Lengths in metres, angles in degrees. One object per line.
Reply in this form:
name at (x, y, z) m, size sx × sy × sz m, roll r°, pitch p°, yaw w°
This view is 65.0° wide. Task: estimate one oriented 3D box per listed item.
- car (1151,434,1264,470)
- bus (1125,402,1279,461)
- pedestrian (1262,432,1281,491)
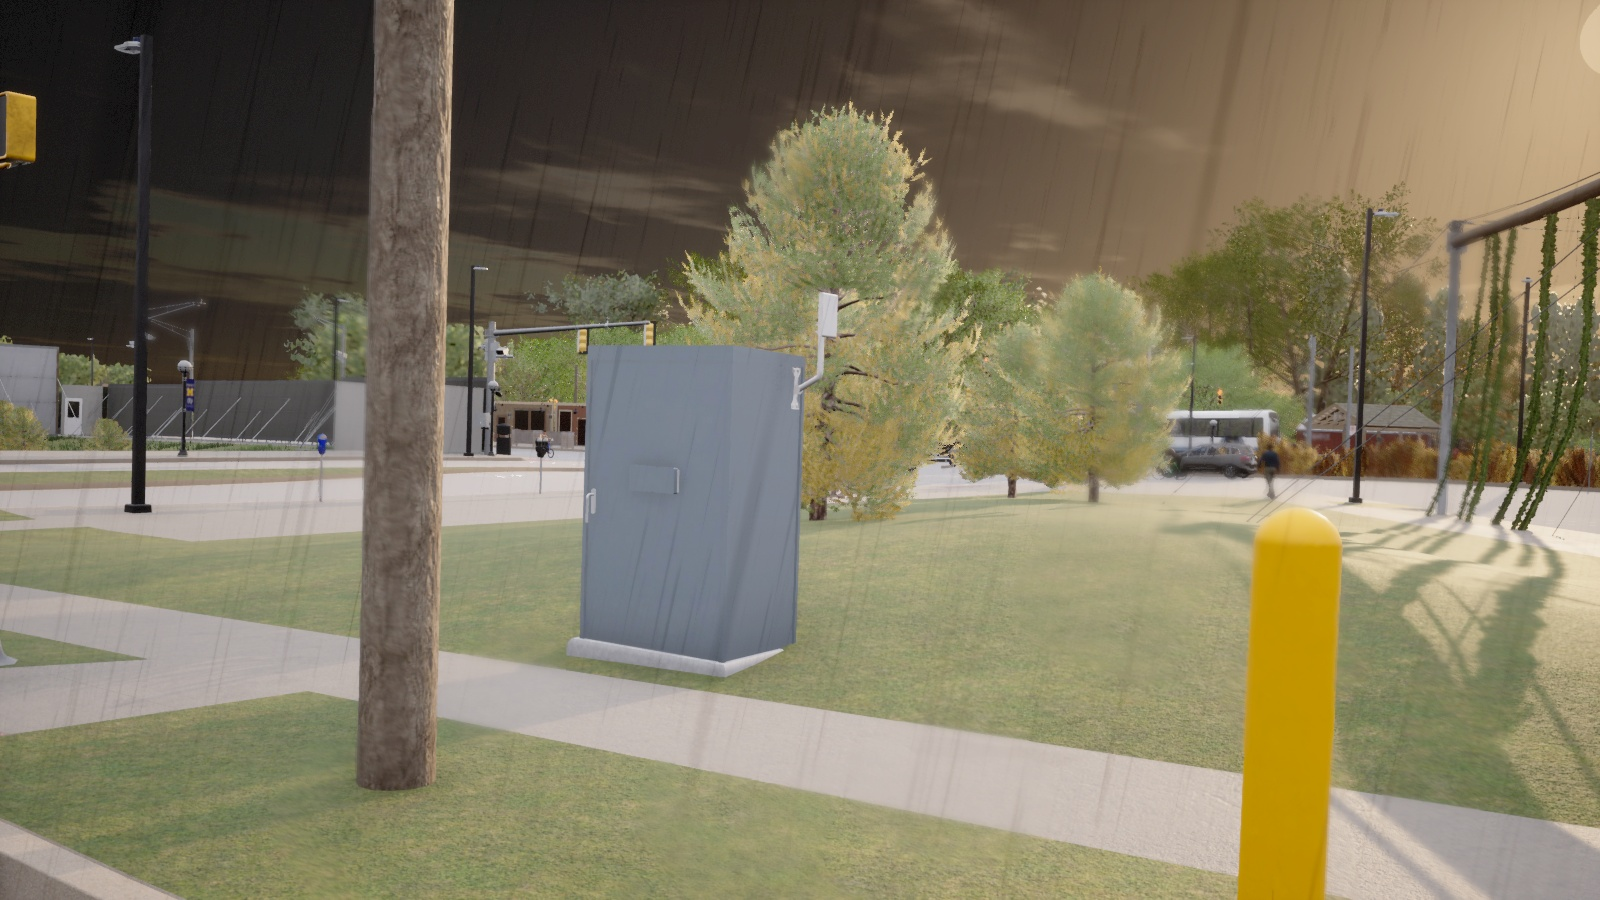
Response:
car at (19.301, 0.091, 59.530) m, size 4.611 × 1.667 × 2.242 m, roll 0°, pitch 1°, yaw 34°
bus at (29.915, -1.316, 93.706) m, size 10.273 × 4.253 × 3.944 m, roll 0°, pitch 1°, yaw 35°
pedestrian at (15.127, 0.364, 40.295) m, size 0.370 × 1.835 × 0.726 m, roll 1°, pitch 2°, yaw 8°
